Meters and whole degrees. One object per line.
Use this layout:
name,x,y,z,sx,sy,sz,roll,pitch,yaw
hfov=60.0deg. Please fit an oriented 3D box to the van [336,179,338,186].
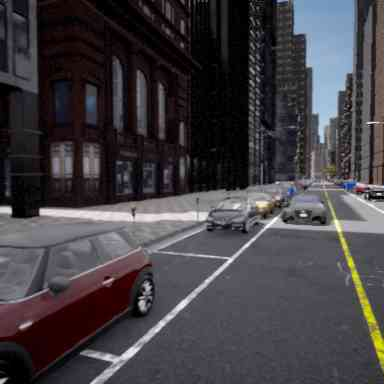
van,36.374,-2.115,79.949,1.690,1.788,3.998,1,3,21

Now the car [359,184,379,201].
car,18.048,0.133,32.698,1.947,1.339,4.313,1,3,21

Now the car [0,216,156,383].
car,-2.122,1.249,4.254,1.967,1.590,4.097,1,3,21

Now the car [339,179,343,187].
car,30.266,-1.473,64.194,2.192,1.841,5.009,1,3,21

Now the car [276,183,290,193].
car,6.022,0.338,25.256,1.967,1.590,4.097,1,3,21

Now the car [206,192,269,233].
car,1.950,0.904,14.760,2.008,1.369,4.403,1,3,21

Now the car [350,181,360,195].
car,22.121,-0.342,43.199,1.887,1.381,4.507,1,3,21

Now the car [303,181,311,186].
car,30.455,-2.220,88.272,1.802,1.307,4.206,1,3,21

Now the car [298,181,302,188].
car,12.069,-0.252,40.854,1.752,1.417,4.829,1,3,21

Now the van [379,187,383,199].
van,13.976,0.363,22.186,1.690,1.788,3.998,1,3,21

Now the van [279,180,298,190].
van,10.095,-0.216,35.754,1.690,1.788,3.998,1,3,21

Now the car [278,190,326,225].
car,5.864,0.807,17.221,1.994,1.385,4.181,1,3,21

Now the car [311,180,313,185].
car,28.418,-2.030,83.020,2.008,1.369,4.403,1,3,21

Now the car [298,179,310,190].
car,20.275,-1.373,62.007,2.192,1.841,5.009,1,3,21

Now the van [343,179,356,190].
van,28.230,-1.222,58.945,1.690,1.788,3.998,1,3,21

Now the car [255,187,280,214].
car,3.925,0.658,19.851,1.752,1.417,4.829,1,3,21
